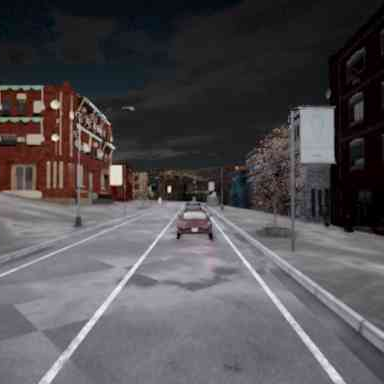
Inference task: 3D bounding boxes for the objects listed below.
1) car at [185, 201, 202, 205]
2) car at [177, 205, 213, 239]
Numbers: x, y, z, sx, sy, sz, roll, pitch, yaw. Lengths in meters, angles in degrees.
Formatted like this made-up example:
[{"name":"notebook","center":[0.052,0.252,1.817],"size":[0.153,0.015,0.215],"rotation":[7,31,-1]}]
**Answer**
[{"name":"car","center":[0.178,1.789,38.885],"size":[2.128,1.511,4.902],"rotation":[0,0,0]},{"name":"car","center":[0.136,1.648,18.172],"size":[1.812,1.442,4.674],"rotation":[0,0,0]}]
